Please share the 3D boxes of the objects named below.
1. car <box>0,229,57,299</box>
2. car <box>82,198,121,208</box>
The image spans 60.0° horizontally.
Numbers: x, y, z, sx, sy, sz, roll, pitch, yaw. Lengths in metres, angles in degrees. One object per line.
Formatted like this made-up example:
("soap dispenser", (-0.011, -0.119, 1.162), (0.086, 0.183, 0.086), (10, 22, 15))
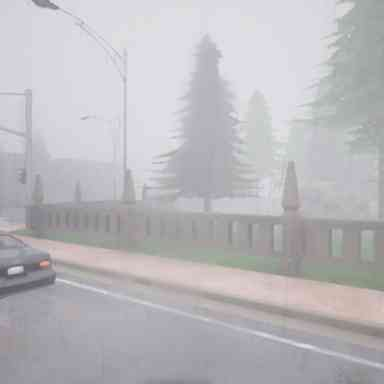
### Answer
("car", (-5.366, 1.526, 7.782), (5.357, 1.411, 2.033), (0, 0, 36))
("car", (-10.324, 1.430, 38.235), (1.837, 1.490, 4.892), (0, 0, 36))
